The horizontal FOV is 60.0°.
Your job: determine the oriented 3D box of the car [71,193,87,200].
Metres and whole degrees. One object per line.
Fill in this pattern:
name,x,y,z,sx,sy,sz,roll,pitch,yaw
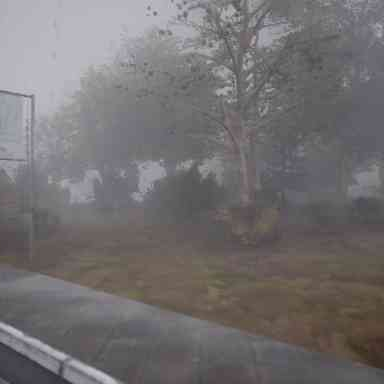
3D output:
car,-22.497,0.895,67.470,1.812,1.442,4.674,1,1,33
